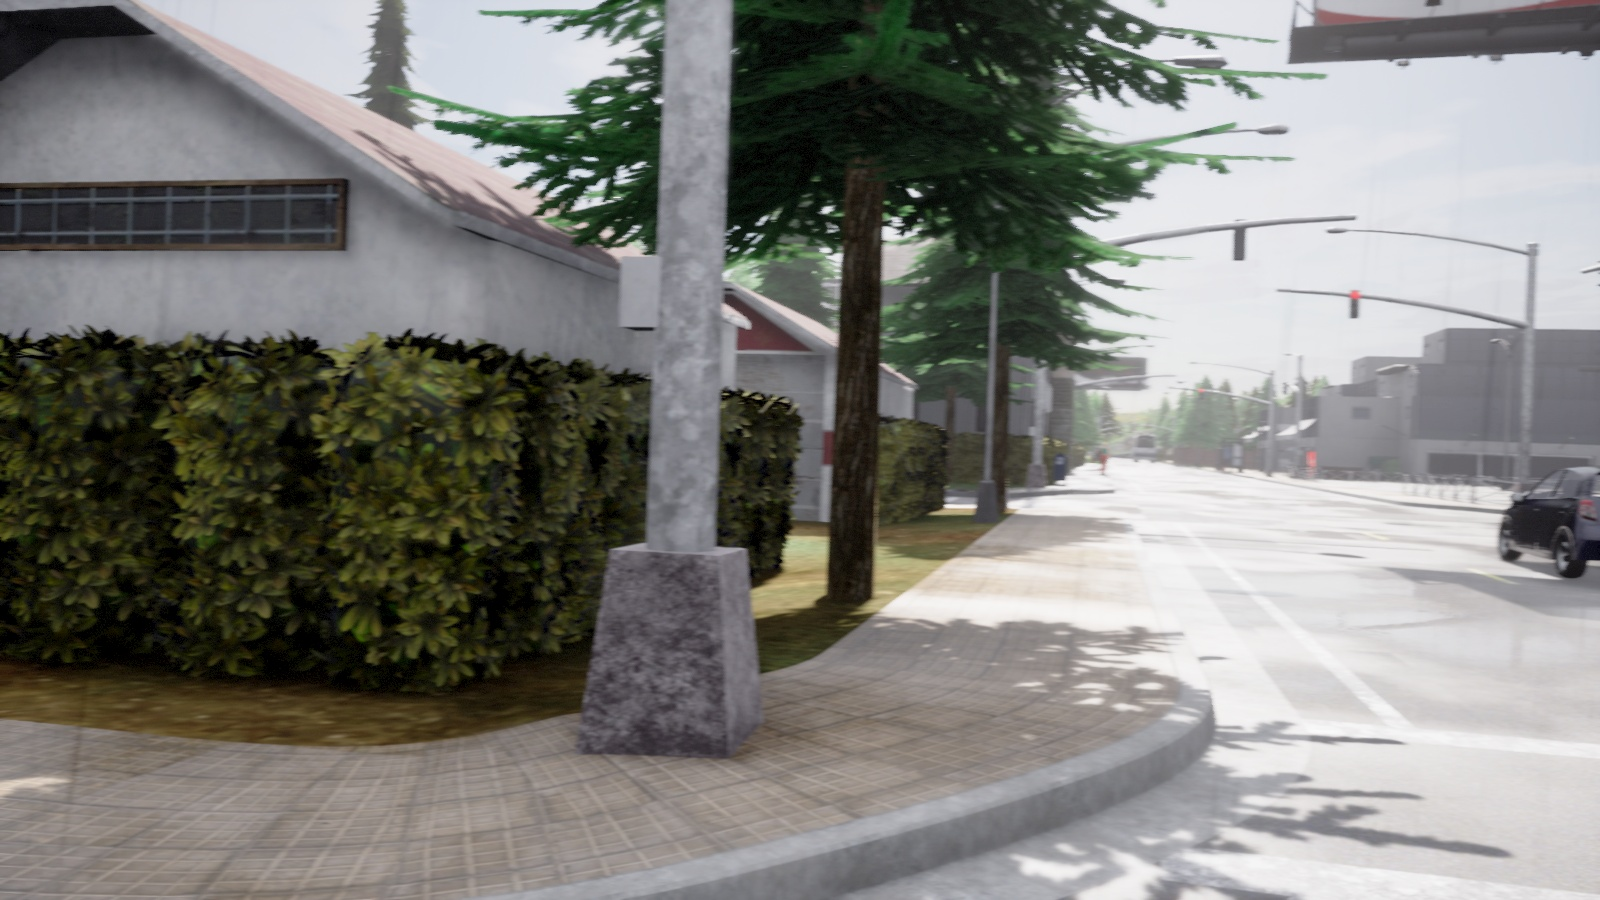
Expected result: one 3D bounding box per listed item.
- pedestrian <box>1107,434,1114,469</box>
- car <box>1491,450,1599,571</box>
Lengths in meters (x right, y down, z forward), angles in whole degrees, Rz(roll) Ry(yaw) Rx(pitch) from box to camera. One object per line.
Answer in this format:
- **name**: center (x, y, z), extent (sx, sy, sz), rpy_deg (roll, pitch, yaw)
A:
- **pedestrian**: center (16.468, 0.077, 66.578), extent (0.345, 1.836, 0.594), rpy_deg (1, 0, 14)
- **car**: center (11.361, 0.799, 17.747), extent (1.845, 1.501, 3.633), rpy_deg (2, 1, 14)
